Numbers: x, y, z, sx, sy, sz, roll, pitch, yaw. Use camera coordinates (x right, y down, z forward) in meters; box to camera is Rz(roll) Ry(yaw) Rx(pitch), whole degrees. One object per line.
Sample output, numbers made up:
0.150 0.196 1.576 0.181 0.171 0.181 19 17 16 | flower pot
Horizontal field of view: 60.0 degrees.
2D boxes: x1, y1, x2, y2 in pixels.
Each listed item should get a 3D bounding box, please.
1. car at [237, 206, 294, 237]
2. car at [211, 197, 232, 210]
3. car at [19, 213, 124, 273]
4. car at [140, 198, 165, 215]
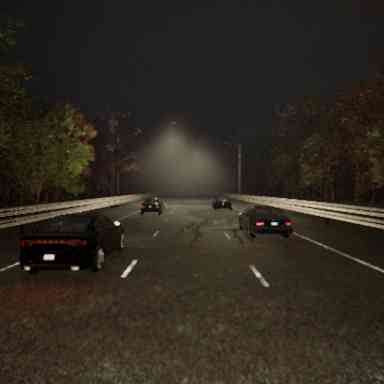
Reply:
3.539 1.402 16.867 2.033 1.411 5.357 0 0 0 | car
3.312 1.236 37.686 1.994 1.385 4.181 0 1 -1 | car
-3.429 1.388 10.433 1.882 1.535 5.008 0 0 0 | car
-3.594 1.281 30.797 2.033 1.411 5.357 0 1 -1 | car
